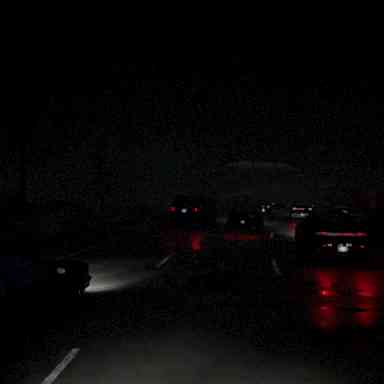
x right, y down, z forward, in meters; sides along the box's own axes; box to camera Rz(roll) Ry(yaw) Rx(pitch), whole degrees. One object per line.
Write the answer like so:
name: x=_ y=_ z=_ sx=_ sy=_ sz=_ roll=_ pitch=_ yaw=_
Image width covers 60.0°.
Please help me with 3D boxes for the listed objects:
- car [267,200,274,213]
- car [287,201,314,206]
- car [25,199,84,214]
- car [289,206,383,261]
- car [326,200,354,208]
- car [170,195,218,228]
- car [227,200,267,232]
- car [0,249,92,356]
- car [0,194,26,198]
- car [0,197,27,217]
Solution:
car: x=7.837 y=1.529 z=36.342 sx=2.033 sy=1.411 sz=5.357 roll=0 pitch=0 yaw=16
car: x=8.867 y=1.485 z=27.090 sx=2.128 sy=1.511 sz=4.902 roll=0 pitch=0 yaw=16
car: x=-10.067 y=1.458 z=25.045 sx=1.837 sy=1.490 sz=4.892 roll=0 pitch=0 yaw=16
car: x=5.003 y=1.490 z=12.348 sx=2.128 sy=1.511 sz=4.902 roll=0 pitch=0 yaw=11
car: x=13.371 y=1.478 z=30.163 sx=1.882 sy=1.535 sz=5.008 roll=0 pitch=0 yaw=16
car: x=0.237 y=1.199 z=22.251 sx=2.150 sy=2.045 sz=5.566 roll=0 pitch=0 yaw=15
car: x=3.373 y=1.465 z=20.344 sx=1.882 sy=1.535 sz=5.008 roll=0 pitch=0 yaw=15
car: x=-3.213 y=1.535 z=4.651 sx=2.033 sy=1.411 sz=5.357 roll=0 pitch=0 yaw=4
car: x=-16.450 y=1.156 z=28.199 sx=2.150 sy=2.045 sz=5.566 roll=0 pitch=0 yaw=16
car: x=-13.499 y=1.435 z=25.768 sx=2.128 sy=1.511 sz=4.902 roll=0 pitch=0 yaw=16
